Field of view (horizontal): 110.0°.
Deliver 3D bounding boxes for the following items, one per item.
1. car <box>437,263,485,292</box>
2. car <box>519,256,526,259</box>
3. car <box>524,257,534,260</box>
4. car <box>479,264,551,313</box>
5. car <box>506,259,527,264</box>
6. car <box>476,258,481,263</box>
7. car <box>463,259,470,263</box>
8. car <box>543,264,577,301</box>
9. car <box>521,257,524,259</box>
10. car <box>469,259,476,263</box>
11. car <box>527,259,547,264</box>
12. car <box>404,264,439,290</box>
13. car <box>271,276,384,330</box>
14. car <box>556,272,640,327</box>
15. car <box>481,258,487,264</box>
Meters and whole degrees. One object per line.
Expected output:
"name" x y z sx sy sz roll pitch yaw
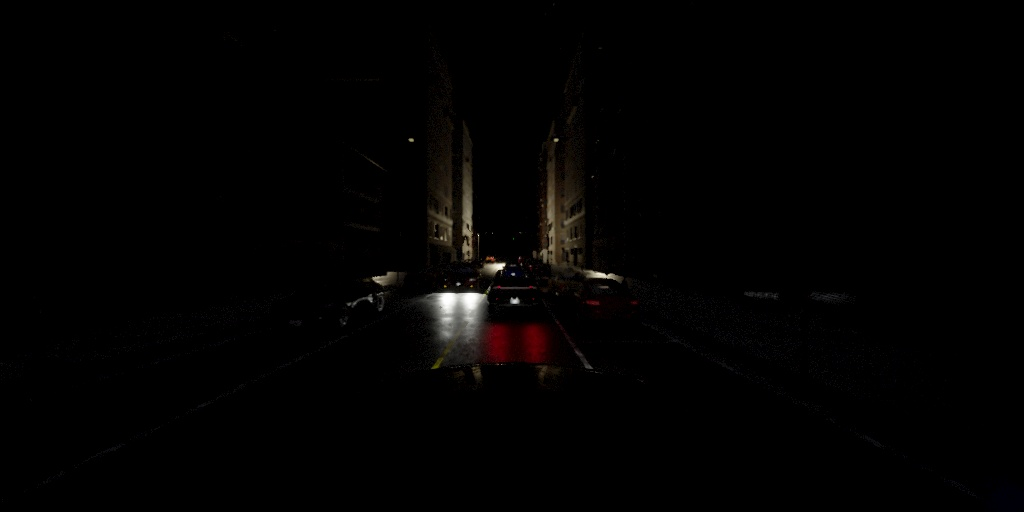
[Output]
"car" -2.854 1.295 21.052 1.994 1.385 4.181 0 0 0
"car" 2.622 1.008 56.580 2.192 1.841 5.009 0 0 0
"car" 2.627 1.152 39.534 1.967 1.591 4.097 0 0 0
"car" 0.095 1.230 13.839 2.128 1.511 4.902 0 0 0
"car" 0.092 1.247 30.460 1.812 1.442 4.674 0 0 0
"car" -5.400 1.145 45.213 1.967 1.591 4.097 0 0 0
"car" -5.396 1.263 33.849 1.888 1.381 4.507 0 0 0
"car" 2.633 1.261 16.974 1.751 1.417 4.829 0 0 0
"car" 2.624 1.250 50.898 2.007 1.370 4.403 0 0 0
"car" -5.398 1.278 39.531 1.948 1.339 4.313 0 0 0
"car" 2.629 1.263 33.851 1.888 1.381 4.507 0 0 0
"car" -5.393 1.275 22.484 1.888 1.381 4.507 0 0 0
"car" -5.390 1.307 11.119 1.948 1.339 4.313 0 0 0
"car" 2.635 1.323 11.122 1.802 1.307 4.207 0 0 0
"car" -5.403 1.133 56.577 1.967 1.591 4.097 0 0 0
